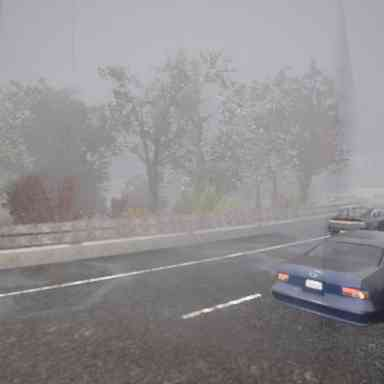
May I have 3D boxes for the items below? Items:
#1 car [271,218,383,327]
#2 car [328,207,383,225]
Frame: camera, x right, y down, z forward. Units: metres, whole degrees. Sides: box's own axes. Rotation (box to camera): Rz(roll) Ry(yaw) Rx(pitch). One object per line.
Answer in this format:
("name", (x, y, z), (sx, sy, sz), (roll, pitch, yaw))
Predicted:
("car", (3.892, 1.535, 6.990), (5.357, 1.411, 2.033), (0, 0, -40))
("car", (8.061, 1.466, 15.475), (4.902, 1.511, 2.128), (0, 0, -44))
